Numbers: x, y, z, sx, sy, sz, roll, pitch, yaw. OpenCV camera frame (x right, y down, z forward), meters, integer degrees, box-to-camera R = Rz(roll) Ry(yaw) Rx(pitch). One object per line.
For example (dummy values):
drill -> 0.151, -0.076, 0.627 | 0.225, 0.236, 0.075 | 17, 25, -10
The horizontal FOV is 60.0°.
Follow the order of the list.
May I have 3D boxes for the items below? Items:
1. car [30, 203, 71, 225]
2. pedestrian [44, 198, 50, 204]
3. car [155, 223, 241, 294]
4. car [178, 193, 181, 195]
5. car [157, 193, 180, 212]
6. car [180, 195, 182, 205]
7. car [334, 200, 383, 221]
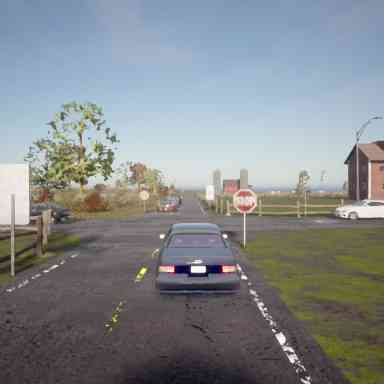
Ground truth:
car -> -11.545, 1.631, 24.717 | 4.892, 1.490, 1.837 | -1, 0, 0
pedestrian -> -12.183, 1.412, 27.744 | 0.375, 1.860, 0.375 | 0, 1, 0
car -> 0.067, 1.546, 8.955 | 2.033, 1.411, 5.357 | 0, 0, -1
car -> -2.880, 1.217, 59.147 | 2.150, 2.045, 5.566 | 0, 0, 0
car -> -2.881, 1.349, 38.797 | 2.097, 1.767, 4.553 | 0, 0, 0
car -> -2.882, 1.522, 48.847 | 1.812, 1.442, 4.674 | 0, 0, 1
car -> 12.965, 1.306, 24.514 | 4.674, 1.442, 1.812 | -1, 0, -1
